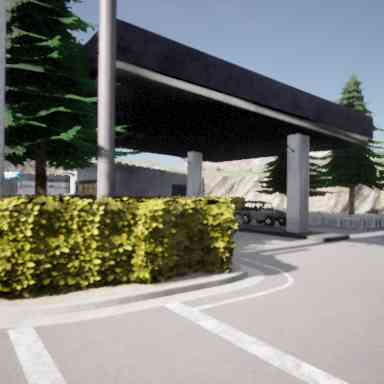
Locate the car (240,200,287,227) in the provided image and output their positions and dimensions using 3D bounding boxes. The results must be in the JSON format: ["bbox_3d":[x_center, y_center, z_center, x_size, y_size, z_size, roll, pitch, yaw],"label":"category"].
[{"bbox_3d":[5.457,1.598,25.385,1.905,1.878,3.866,1,-1,-36],"label":"car"}]
